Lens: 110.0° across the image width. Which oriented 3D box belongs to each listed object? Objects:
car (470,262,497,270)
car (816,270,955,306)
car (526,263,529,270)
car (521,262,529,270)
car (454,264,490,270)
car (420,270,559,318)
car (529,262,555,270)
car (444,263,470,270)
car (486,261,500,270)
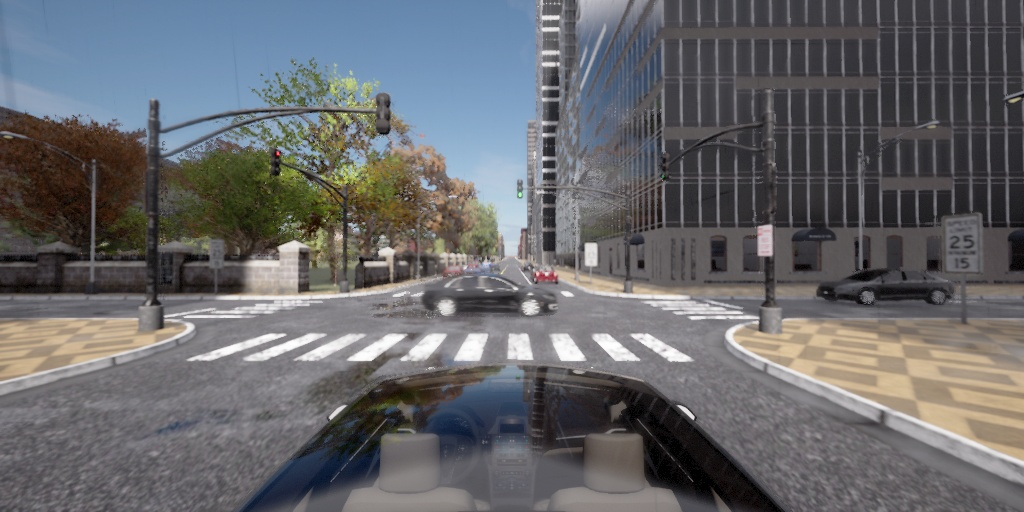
[{"bbox_3d":[-3.080,1.687,39.668,2.033,1.411,5.357,0,-1,0],"label":"car"},{"bbox_3d":[16.265,1.350,15.767,4.892,1.490,1.837,0,-1,1],"label":"car"},{"bbox_3d":[2.707,1.662,35.431,1.948,1.339,4.313,0,0,0],"label":"car"},{"bbox_3d":[2.718,1.890,58.154,1.948,1.339,4.313,0,0,0],"label":"car"},{"bbox_3d":[-3.087,1.588,28.407,1.994,1.385,4.181,0,-1,0],"label":"car"},{"bbox_3d":[-0.810,1.397,13.030,4.892,1.490,1.837,0,-1,1],"label":"car"},{"bbox_3d":[2.704,1.477,29.751,1.967,1.591,4.097,0,0,0],"label":"car"},{"bbox_3d":[-5.674,1.641,35.432,1.888,1.381,4.507,0,0,0],"label":"car"},{"bbox_3d":[-3.000,1.906,59.933,1.994,1.385,4.181,0,-1,1],"label":"car"}]
